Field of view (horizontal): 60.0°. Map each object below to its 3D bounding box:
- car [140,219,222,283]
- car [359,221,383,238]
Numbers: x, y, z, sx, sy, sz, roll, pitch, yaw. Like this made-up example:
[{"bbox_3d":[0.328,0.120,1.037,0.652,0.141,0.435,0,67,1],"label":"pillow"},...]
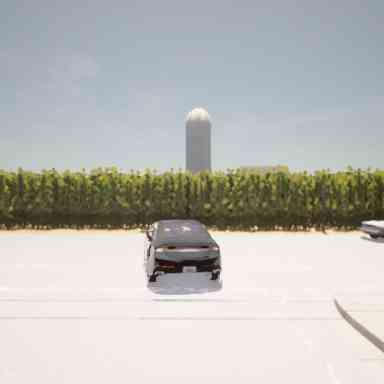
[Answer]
[{"bbox_3d":[-0.477,1.566,9.945,2.128,1.511,4.902,0,-1,-10],"label":"car"},{"bbox_3d":[10.898,1.733,16.286,4.718,1.301,1.895,0,0,1],"label":"car"}]
